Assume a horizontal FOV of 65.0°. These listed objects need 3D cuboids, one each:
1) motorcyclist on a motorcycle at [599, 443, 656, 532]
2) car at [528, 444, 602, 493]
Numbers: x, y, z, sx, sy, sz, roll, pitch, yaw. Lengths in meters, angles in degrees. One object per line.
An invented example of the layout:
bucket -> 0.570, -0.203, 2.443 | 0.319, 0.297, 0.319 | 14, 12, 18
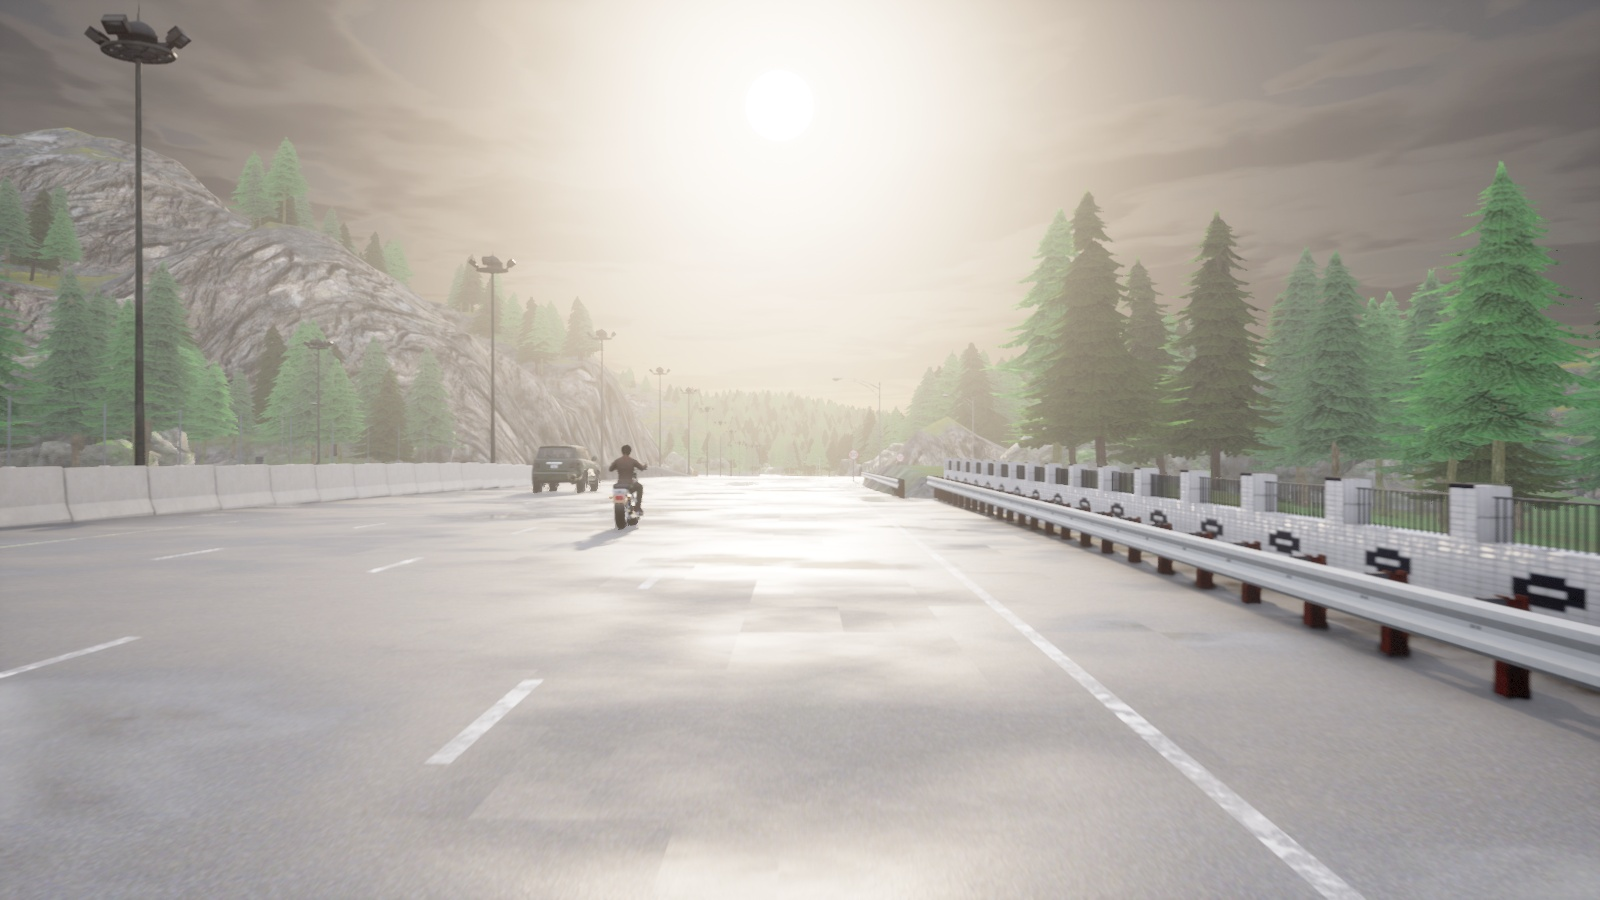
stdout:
motorcyclist on a motorcycle -> -3.346, 0.704, 24.501 | 0.766, 1.649, 2.350 | 0, -1, 0
car -> -10.174, 0.804, 54.800 | 2.150, 2.045, 5.566 | 0, -1, 0
